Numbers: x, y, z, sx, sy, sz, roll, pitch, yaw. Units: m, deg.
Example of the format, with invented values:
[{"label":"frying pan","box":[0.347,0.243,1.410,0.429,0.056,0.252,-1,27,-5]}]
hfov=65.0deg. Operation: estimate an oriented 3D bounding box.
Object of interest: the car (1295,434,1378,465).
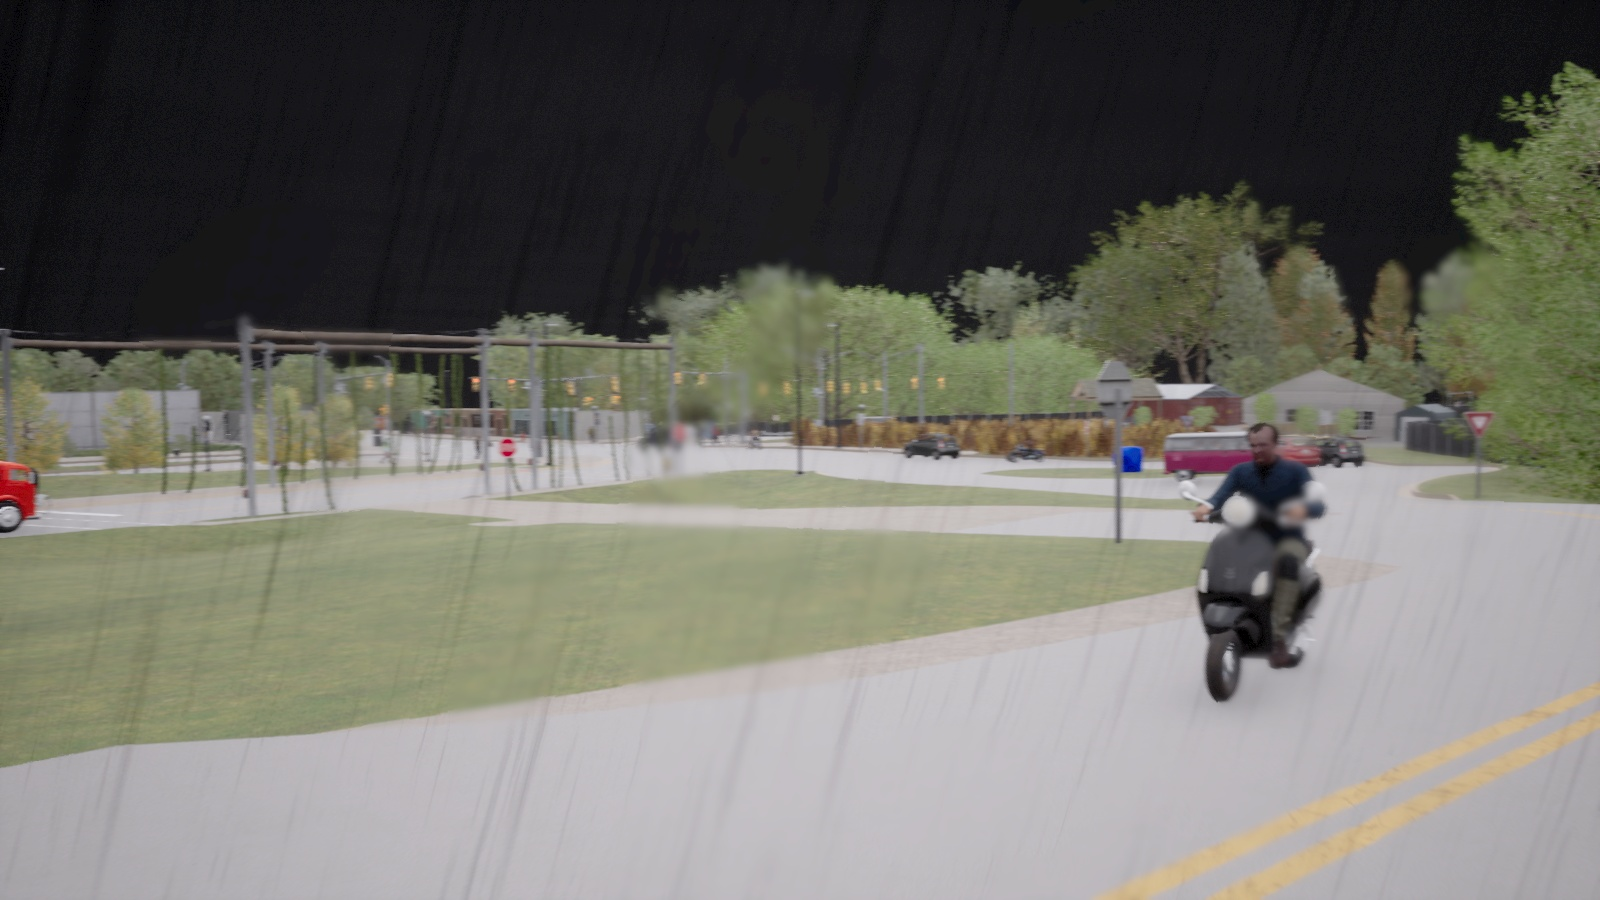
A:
[{"label":"car","box":[28.711,-0.045,67.350,1.851,1.617,3.988,-2,1,-20]}]

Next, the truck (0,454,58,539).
[{"label":"truck","box":[-25.480,1.430,37.380,2.627,2.467,5.204,1,1,27]}]

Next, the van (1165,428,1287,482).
[{"label":"van","box":[17.069,0.194,50.276,4.442,1.987,1.775,-1,2,24]}]

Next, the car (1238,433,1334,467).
[{"label":"car","box":[25.499,-0.020,66.051,2.242,1.667,4.611,-1,1,-18]}]

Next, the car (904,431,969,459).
[{"label":"car","box":[8.597,-0.335,79.340,1.851,1.617,3.988,-3,4,-35]}]

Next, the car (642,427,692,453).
[{"label":"car","box":[-10.203,-0.756,96.426,1.905,1.878,3.866,-4,3,-40]}]

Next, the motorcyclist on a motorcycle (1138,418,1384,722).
[{"label":"motorcyclist on a motorcycle","box":[2.814,0.619,7.543,0.866,1.590,1.817,0,0,38]}]

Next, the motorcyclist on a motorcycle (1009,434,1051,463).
[{"label":"motorcyclist on a motorcycle","box":[13.705,-0.072,74.802,2.350,1.649,0.766,-1,3,-10]}]
